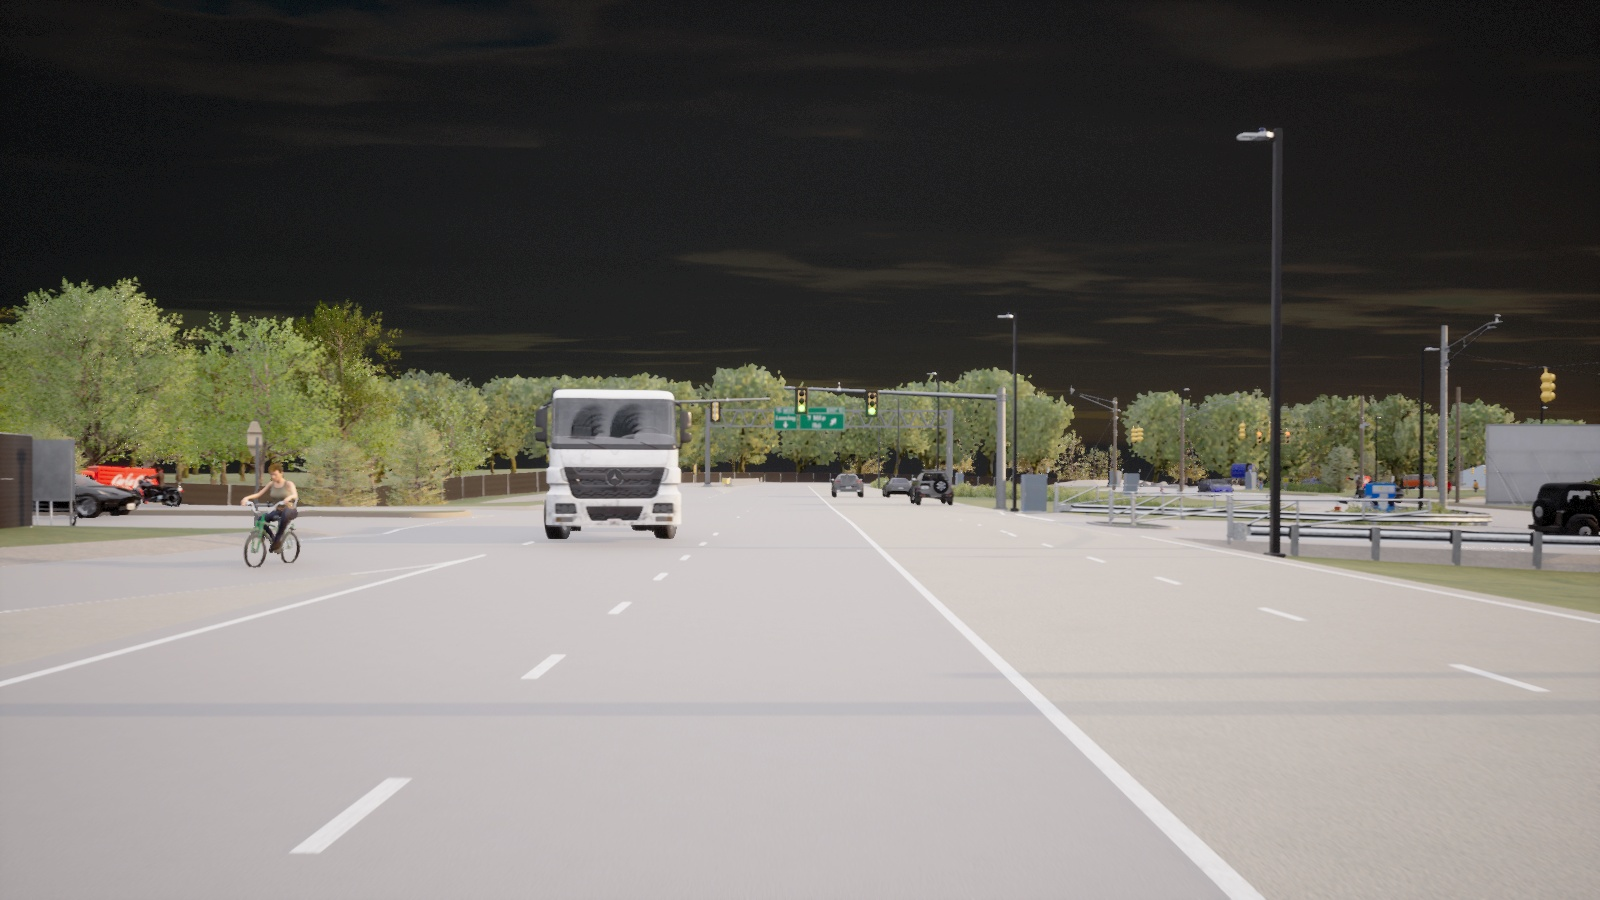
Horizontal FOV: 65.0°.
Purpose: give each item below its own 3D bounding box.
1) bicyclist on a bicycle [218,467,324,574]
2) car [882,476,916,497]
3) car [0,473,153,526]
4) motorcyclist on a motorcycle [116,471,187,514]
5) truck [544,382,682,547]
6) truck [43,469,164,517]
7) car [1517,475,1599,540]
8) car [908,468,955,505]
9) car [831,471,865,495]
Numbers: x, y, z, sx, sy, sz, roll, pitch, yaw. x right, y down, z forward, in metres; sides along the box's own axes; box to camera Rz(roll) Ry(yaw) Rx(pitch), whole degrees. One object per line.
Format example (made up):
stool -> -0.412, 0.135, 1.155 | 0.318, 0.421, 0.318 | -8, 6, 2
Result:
bicyclist on a bicycle -> -8.299, 1.087, 19.753 | 0.866, 1.612, 1.509 | -1, -1, 9
car -> 6.797, 2.525, 86.774 | 1.994, 1.385, 4.181 | 0, -1, 0
car -> -22.408, 1.469, 37.761 | 4.792, 1.488, 2.163 | -1, -1, -1
motorcyclist on a motorcycle -> -25.339, 1.640, 49.092 | 2.350, 1.649, 0.766 | 0, 0, 1
truck -> -4.622, 0.366, 30.575 | 2.891, 3.462, 7.936 | 0, -1, -10
truck -> -38.433, 2.443, 69.376 | 2.627, 2.467, 5.204 | -3, -5, 44
car -> 24.187, 1.718, 38.005 | 3.866, 1.878, 1.905 | 0, -1, 0
car -> 6.846, 1.873, 65.712 | 1.932, 1.855, 4.605 | 0, -1, 0
car -> 3.294, 2.269, 87.578 | 2.152, 1.651, 5.027 | 0, -1, 0
